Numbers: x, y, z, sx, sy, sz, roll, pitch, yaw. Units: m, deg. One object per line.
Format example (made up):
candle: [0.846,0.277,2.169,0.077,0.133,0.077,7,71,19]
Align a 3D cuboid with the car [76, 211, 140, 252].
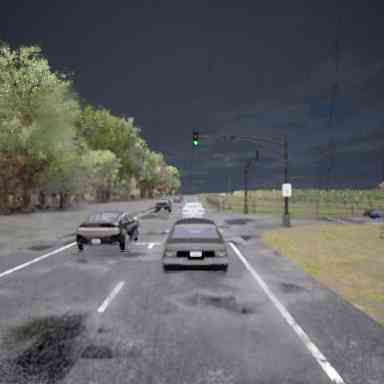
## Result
car: [-3.405,1.549,14.220,2.128,1.511,4.902,0,0,0]

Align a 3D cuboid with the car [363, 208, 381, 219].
car: [19.258,1.934,31.601,5.357,1.411,2.033,1,-1,0]

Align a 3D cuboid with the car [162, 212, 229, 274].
car: [0.091,1.591,10.719,2.033,1.411,5.357,0,0,0]

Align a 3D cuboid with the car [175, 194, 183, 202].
car: [-3.533,1.567,91.991,2.150,2.045,5.566,0,0,0]

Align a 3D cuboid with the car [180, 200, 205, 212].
car: [0.087,1.637,28.080,1.812,1.442,4.674,0,0,0]

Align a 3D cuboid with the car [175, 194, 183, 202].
car: [-3.529,1.837,79.309,2.033,1.411,5.357,0,0,0]

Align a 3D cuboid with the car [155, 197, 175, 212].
car: [-3.415,1.666,40.968,1.837,1.490,4.892,0,0,0]
